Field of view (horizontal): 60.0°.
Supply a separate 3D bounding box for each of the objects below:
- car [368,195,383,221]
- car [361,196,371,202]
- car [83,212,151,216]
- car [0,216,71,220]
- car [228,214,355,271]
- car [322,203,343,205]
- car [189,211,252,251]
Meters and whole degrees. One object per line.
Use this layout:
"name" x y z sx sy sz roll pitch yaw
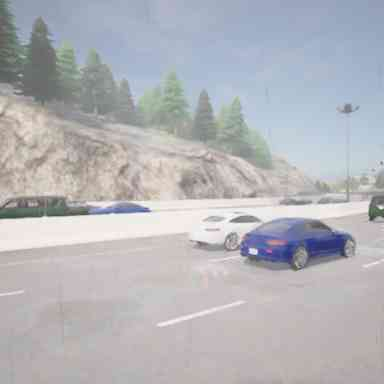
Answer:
"car" 16.029 1.282 26.730 5.566 2.045 2.150 0 0 -45
"car" 43.245 1.675 82.640 2.128 1.511 4.902 0 0 26
"car" -5.652 1.546 26.312 5.008 1.535 1.882 0 0 -40
"car" -9.664 1.273 18.706 5.566 2.045 2.150 0 0 -37
"car" 3.581 1.552 11.033 4.674 1.442 1.812 0 0 -38
"car" 21.221 1.659 48.203 2.033 1.411 5.357 0 0 40
"car" 1.978 1.561 14.220 4.674 1.442 1.812 0 0 -38
